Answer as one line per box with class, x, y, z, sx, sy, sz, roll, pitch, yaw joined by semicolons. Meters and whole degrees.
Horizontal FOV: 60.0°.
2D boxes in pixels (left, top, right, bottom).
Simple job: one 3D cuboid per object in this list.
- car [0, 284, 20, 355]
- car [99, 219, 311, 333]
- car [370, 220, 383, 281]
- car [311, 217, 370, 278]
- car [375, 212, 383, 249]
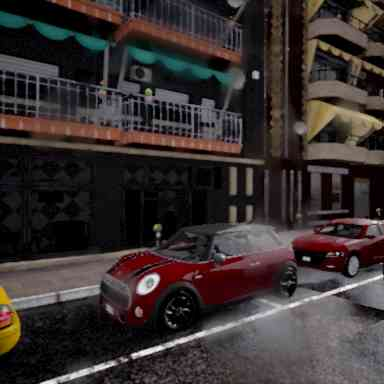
car;-4.477;1.541;3.338;4.829;1.417;1.752;0;1;-36
car;0.250;1.421;6.734;4.097;1.590;1.967;0;1;-36
car;6.511;1.296;7.939;4.553;1.767;2.097;-1;0;-36
car;4.839;1.492;10.036;4.507;1.381;1.887;0;1;-36
car;9.427;1.479;13.335;4.313;1.339;1.947;0;1;-36
